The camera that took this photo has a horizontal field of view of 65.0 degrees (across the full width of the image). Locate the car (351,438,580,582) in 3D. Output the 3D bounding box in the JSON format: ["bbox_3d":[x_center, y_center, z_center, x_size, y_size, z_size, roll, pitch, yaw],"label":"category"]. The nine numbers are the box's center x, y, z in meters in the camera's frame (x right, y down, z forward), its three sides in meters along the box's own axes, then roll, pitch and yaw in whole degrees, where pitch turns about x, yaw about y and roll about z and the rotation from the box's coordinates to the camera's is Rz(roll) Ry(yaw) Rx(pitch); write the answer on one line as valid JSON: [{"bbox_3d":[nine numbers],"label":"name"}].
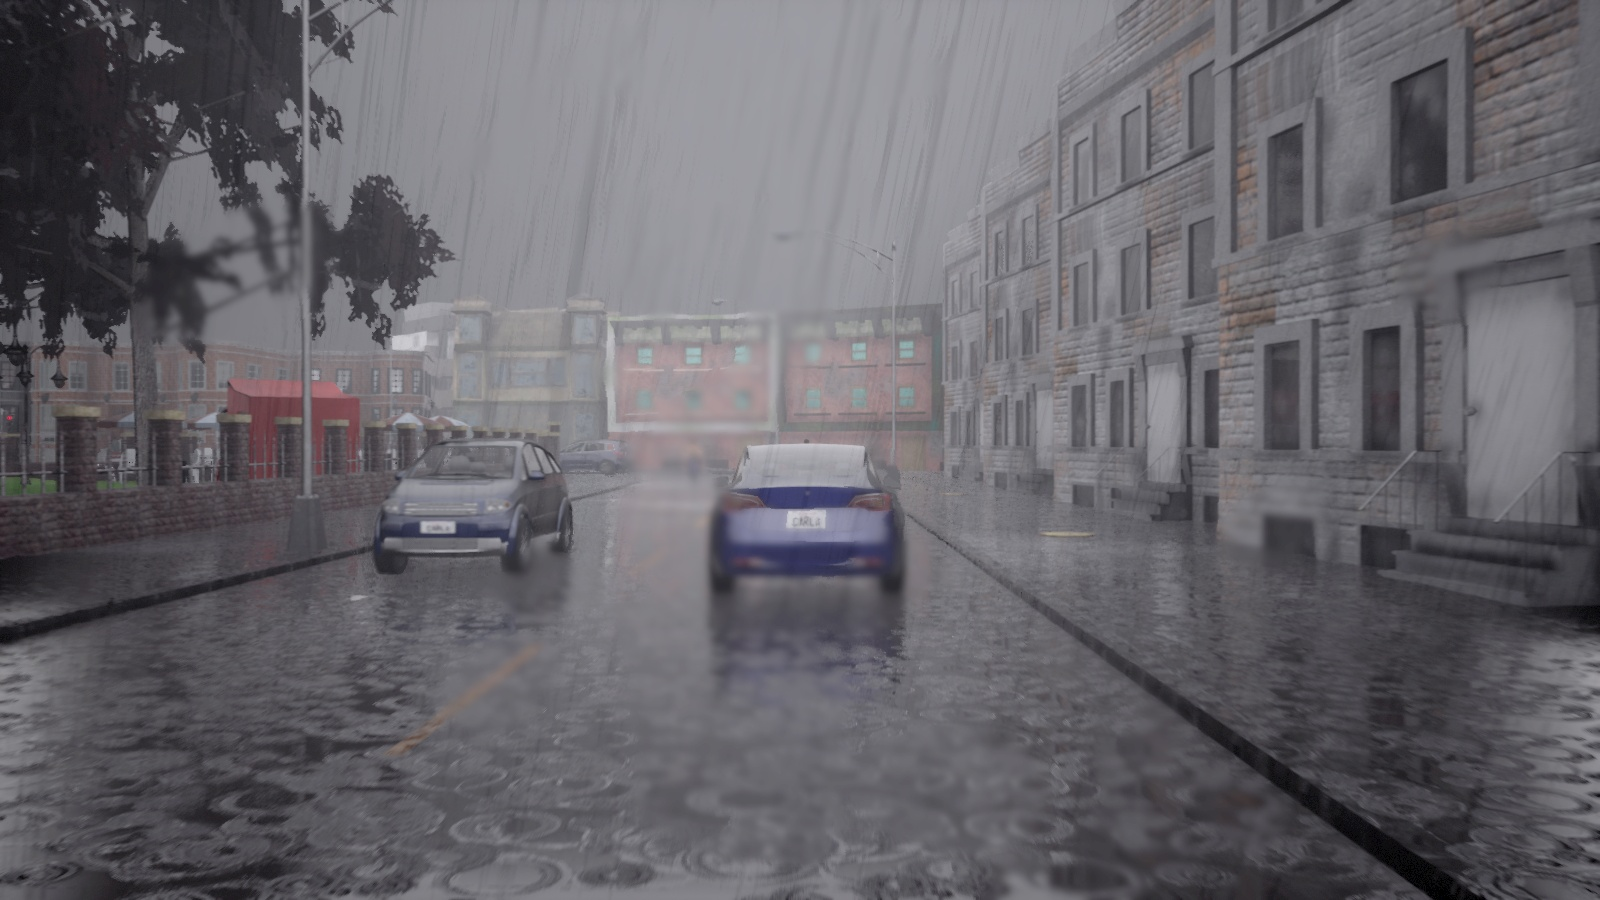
[{"bbox_3d":[-3.914,0.636,15.324,1.789,1.549,3.705,0,0,0],"label":"car"}]

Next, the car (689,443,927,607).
[{"bbox_3d":[0.079,0.669,13.822,2.163,1.488,4.792,0,0,0],"label":"car"}]

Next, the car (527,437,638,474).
[{"bbox_3d":[-10.141,0.253,58.633,4.611,1.667,2.242,0,0,10],"label":"car"}]
